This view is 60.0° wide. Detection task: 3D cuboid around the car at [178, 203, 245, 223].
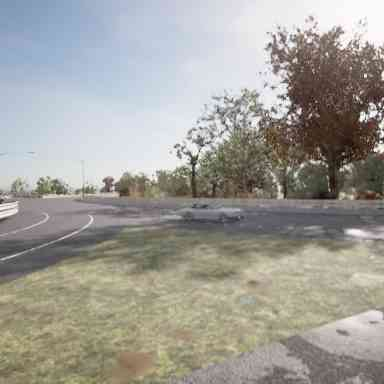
[{"bbox_3d":[1.413,1.438,24.101,4.718,1.301,1.895,0,0,35],"label":"car"}]
